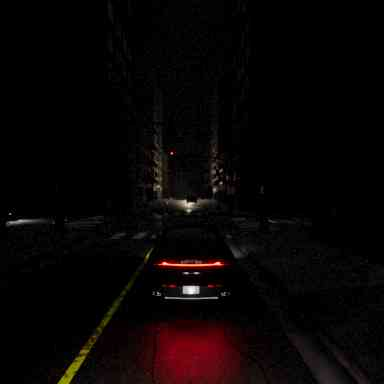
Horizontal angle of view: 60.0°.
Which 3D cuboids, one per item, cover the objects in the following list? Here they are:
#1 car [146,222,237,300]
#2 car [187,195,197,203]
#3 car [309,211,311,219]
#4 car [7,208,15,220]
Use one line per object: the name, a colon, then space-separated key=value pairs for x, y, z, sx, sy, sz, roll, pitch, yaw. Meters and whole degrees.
car: x=-0.016 y=1.507 z=8.371 sx=1.837 sy=1.490 sz=4.892 roll=0 pitch=0 yaw=0
car: x=-0.081 y=1.473 z=71.867 sx=2.097 sy=1.767 sz=4.553 roll=0 pitch=0 yaw=0
car: x=12.301 y=1.724 z=27.523 sx=5.008 sy=1.535 sz=1.882 roll=1 pitch=0 yaw=-1
car: x=-15.165 y=1.387 z=24.053 sx=4.181 sy=1.385 sz=1.994 roll=1 pitch=0 yaw=-1
